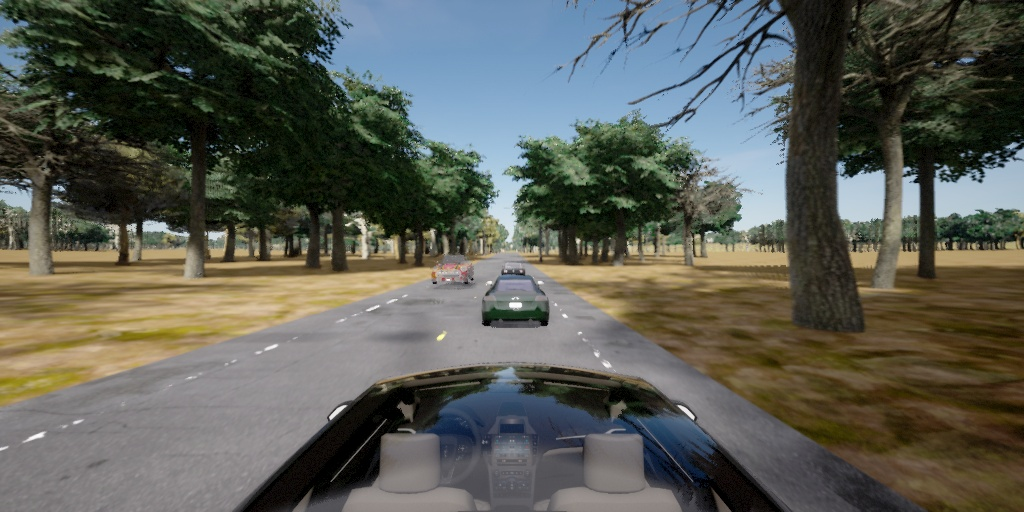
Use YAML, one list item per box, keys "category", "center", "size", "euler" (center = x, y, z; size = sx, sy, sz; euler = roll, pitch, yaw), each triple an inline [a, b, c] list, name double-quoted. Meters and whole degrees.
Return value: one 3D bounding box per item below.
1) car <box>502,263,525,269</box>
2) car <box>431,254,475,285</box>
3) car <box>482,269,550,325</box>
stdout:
- category: "car"
  center: [0.107, 1.200, 29.701]
  size: [1.895, 1.301, 4.718]
  euler: [0, 1, 0]
- category: "car"
  center: [-3.495, 0.693, 21.903]
  size: [2.097, 1.767, 4.553]
  euler: [0, 0, 0]
- category: "car"
  center: [0.102, 1.303, 11.796]
  size: [1.994, 1.385, 4.181]
  euler: [0, 0, 0]
